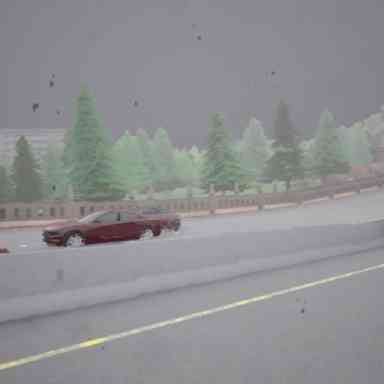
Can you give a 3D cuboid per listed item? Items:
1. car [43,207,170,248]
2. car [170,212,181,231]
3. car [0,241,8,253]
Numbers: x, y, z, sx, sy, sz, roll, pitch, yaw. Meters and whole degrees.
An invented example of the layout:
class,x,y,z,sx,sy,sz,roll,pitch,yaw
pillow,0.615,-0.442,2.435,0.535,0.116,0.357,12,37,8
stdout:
class,x,y,z,sx,sy,sz,roll,pitch,yaw
car,-3.684,1.478,14.258,5.008,1.535,1.882,0,0,-35
car,-2.694,1.565,19.260,4.181,1.385,1.994,0,0,-35
car,-6.960,1.601,7.624,4.718,1.301,1.895,0,0,-35
